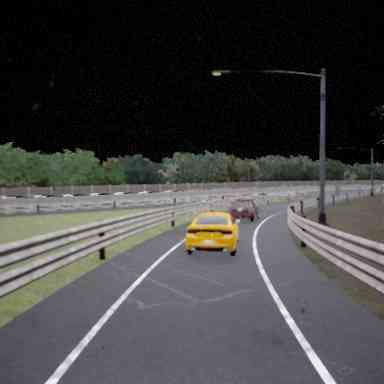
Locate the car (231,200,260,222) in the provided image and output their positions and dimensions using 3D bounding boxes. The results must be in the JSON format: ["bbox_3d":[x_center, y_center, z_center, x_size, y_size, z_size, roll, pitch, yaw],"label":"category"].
[{"bbox_3d":[4.439,1.420,27.923,2.097,1.767,4.553,1,1,19],"label":"car"}]

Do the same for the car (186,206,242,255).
[{"bbox_3d":[0.990,1.591,14.085,1.882,1.535,5.008,0,0,9],"label":"car"}]
